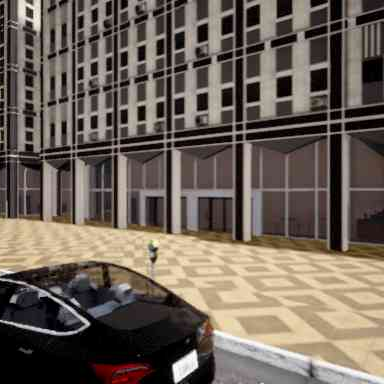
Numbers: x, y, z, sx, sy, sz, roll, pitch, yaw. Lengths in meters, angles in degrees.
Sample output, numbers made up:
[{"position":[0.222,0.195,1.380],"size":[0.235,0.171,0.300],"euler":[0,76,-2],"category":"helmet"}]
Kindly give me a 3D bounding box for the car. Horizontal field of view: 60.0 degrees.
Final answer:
[{"position":[-1.749,1.549,4.124],"size":[4.313,1.339,1.947],"euler":[0,0,35],"category":"car"}]
